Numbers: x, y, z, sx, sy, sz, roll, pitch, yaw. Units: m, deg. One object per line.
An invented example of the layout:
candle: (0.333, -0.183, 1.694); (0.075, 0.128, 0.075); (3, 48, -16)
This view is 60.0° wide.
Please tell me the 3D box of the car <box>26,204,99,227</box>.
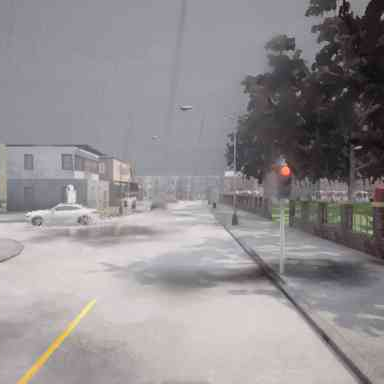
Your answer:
car: (-8.737, 1.526, 22.670); (4.674, 1.442, 1.812); (0, 1, -18)

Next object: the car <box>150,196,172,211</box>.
car: (-4.062, 1.547, 42.011); (2.033, 1.411, 5.357); (0, 0, 0)

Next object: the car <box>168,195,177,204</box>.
car: (-3.996, 1.351, 63.688); (2.097, 1.767, 4.553); (0, 0, 1)
